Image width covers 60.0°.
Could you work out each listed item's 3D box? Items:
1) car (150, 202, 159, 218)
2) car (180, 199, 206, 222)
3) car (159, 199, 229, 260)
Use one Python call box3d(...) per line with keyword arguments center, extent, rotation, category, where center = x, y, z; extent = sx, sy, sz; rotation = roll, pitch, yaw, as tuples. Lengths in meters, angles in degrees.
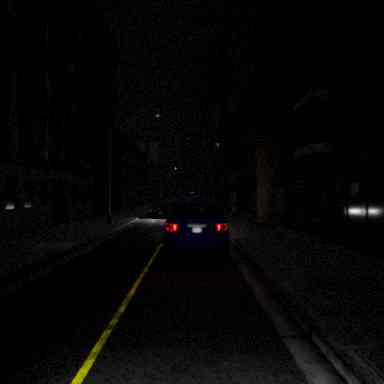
box3d(center=(-2.794, 1.652, 31.542), extent=(1.837, 1.490, 4.892), rotation=(0, -1, 0), category="car")
box3d(center=(0.090, 1.484, 28.656), extent=(2.097, 1.767, 4.553), rotation=(0, 0, 0), category="car")
box3d(center=(0.086, 1.280, 12.871), extent=(2.150, 2.045, 5.566), rotation=(0, 0, -1), category="car")
